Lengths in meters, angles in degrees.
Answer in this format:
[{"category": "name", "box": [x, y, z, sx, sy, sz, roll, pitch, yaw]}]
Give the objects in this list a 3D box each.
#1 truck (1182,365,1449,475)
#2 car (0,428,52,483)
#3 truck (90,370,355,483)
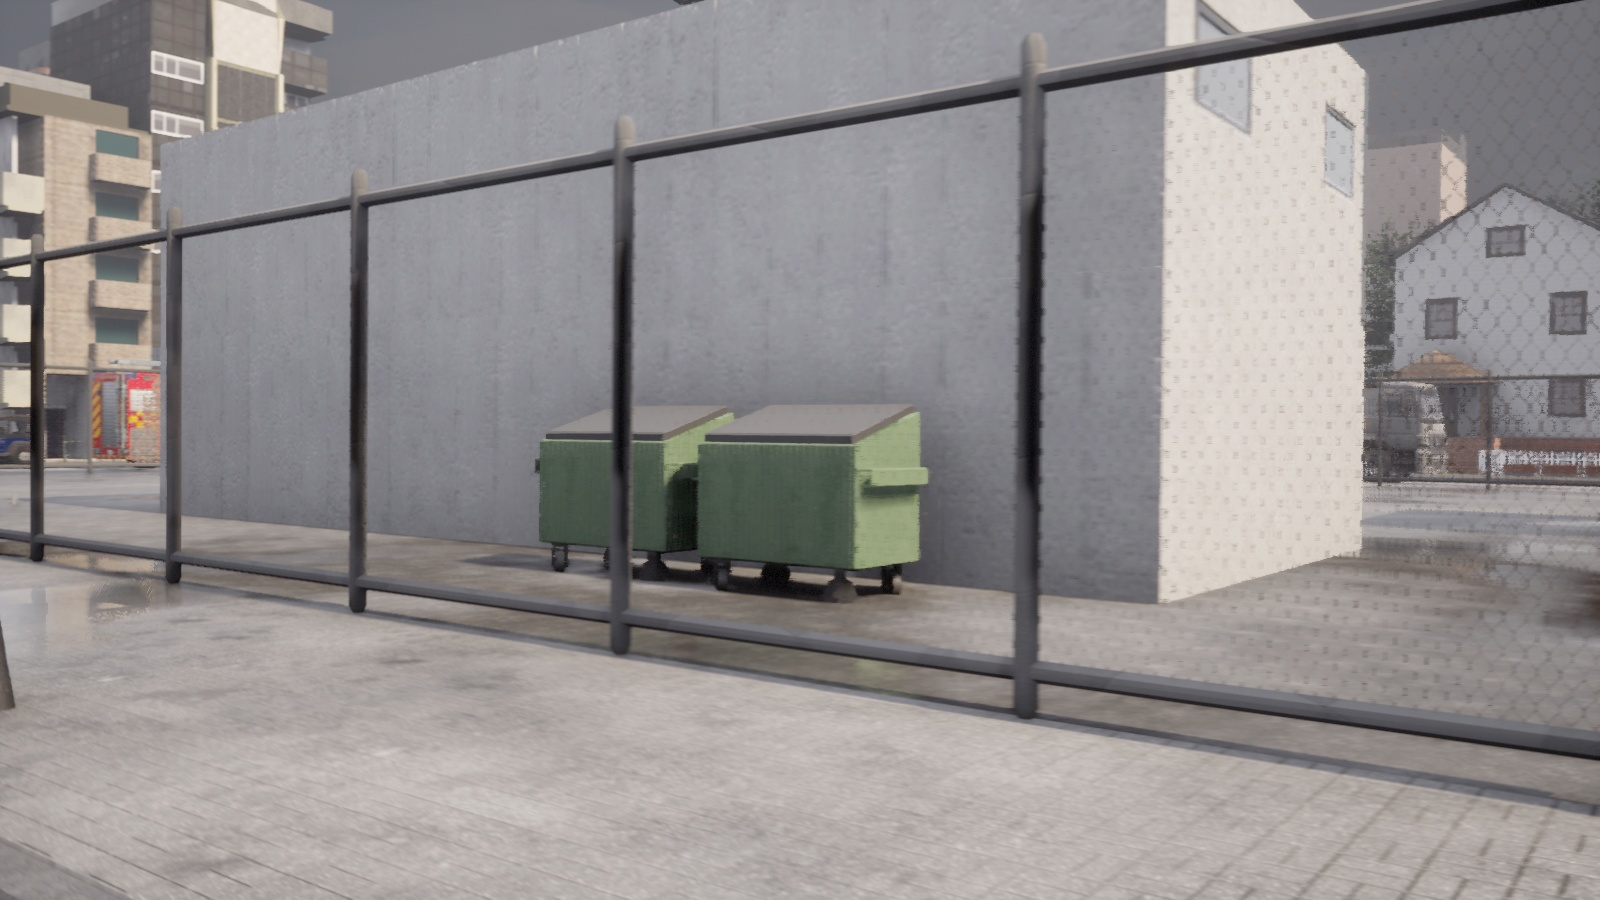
[{"category": "truck", "box": [17.488, -0.964, 42.988, 7.936, 3.462, 2.891, 0, 1, 40]}, {"category": "car", "box": [-28.365, 0.206, 43.385, 1.905, 1.878, 3.866, 0, 1, 37]}, {"category": "truck", "box": [-21.098, -0.858, 46.440, 2.891, 3.827, 8.468, 0, 1, 38]}]
